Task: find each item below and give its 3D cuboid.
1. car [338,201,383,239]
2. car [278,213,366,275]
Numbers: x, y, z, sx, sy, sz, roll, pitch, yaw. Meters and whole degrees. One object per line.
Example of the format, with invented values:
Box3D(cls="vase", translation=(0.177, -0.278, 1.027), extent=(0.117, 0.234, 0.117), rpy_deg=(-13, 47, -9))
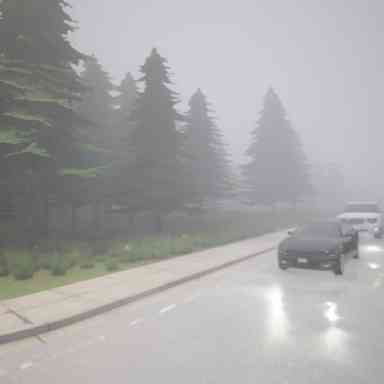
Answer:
Box3D(cls="car", translation=(10.303, 1.577, 20.038), extent=(2.150, 2.045, 5.566), rpy_deg=(-2, -2, 34))
Box3D(cls="car", translation=(4.571, 1.724, 11.629), extent=(1.882, 1.535, 5.008), rpy_deg=(-2, -2, 34))
